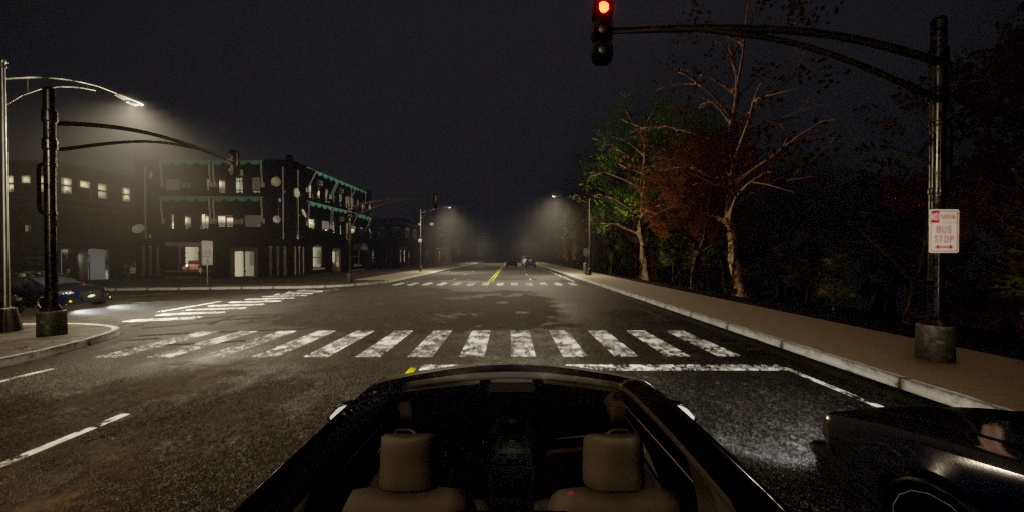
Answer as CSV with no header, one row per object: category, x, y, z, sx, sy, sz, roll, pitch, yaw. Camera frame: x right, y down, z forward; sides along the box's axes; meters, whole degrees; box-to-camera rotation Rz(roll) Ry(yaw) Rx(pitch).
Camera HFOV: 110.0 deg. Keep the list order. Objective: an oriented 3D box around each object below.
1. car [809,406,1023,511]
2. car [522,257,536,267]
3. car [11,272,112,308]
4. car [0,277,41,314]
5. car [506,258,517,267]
car,3.353,1.298,0.412,2.033,1.411,5.357,0,0,0
car,3.229,1.274,63.193,2.033,1.411,5.357,0,0,0
car,-19.861,1.534,15.232,4.181,1.385,1.994,-1,1,0
car,-19.969,1.565,12.526,4.313,1.339,1.948,0,0,0
car,-0.024,1.204,63.162,1.882,1.535,5.008,0,0,0
